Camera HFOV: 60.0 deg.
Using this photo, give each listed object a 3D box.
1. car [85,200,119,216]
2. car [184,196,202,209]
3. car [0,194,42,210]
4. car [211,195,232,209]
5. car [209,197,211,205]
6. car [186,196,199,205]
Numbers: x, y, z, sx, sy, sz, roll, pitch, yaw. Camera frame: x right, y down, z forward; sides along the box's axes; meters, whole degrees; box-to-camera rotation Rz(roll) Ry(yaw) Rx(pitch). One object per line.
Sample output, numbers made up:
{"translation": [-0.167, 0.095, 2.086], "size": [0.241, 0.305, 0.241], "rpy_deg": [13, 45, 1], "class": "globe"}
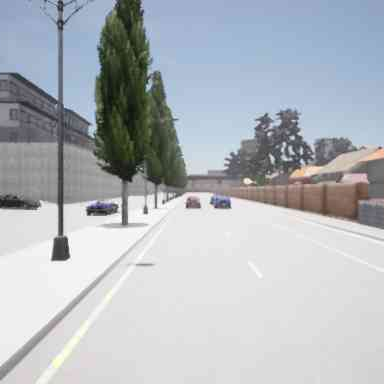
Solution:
{"translation": [-8.003, 1.361, 29.865], "size": [1.895, 1.301, 4.718], "rpy_deg": [1, 0, 0], "class": "car"}
{"translation": [0.160, 1.235, 40.679], "size": [1.812, 1.442, 4.674], "rpy_deg": [0, 0, 1], "class": "car"}
{"translation": [-17.844, 1.016, 34.080], "size": [4.892, 1.490, 1.837], "rpy_deg": [2, 0, 9], "class": "car"}
{"translation": [3.648, 1.191, 40.286], "size": [1.882, 1.535, 5.008], "rpy_deg": [0, 0, 0], "class": "car"}
{"translation": [3.618, 1.173, 49.628], "size": [1.812, 1.442, 4.674], "rpy_deg": [0, 0, 0], "class": "car"}
{"translation": [0.118, 1.246, 49.713], "size": [1.895, 1.301, 4.718], "rpy_deg": [0, 0, 0], "class": "car"}
